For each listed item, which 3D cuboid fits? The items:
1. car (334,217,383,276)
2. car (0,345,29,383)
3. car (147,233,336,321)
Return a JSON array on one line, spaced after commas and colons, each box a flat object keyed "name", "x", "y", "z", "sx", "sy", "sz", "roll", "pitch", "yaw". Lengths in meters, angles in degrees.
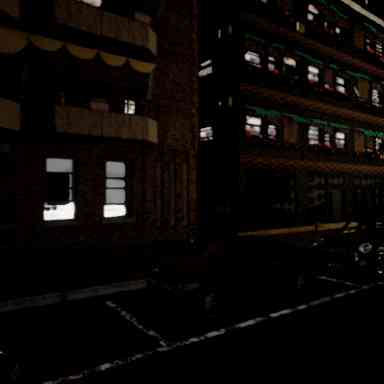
[{"name": "car", "x": 5.625, "y": 1.538, "z": 10.536, "sx": 4.097, "sy": 1.590, "sz": 1.967, "roll": 1, "pitch": -1, "yaw": -35}, {"name": "car", "x": -2.875, "y": 1.548, "z": 1.326, "sx": 4.181, "sy": 1.385, "sz": 1.994, "roll": 1, "pitch": 0, "yaw": -35}, {"name": "car", "x": 1.063, "y": 1.628, "z": 7.284, "sx": 4.206, "sy": 1.307, "sz": 1.802, "roll": 1, "pitch": -1, "yaw": -35}]
